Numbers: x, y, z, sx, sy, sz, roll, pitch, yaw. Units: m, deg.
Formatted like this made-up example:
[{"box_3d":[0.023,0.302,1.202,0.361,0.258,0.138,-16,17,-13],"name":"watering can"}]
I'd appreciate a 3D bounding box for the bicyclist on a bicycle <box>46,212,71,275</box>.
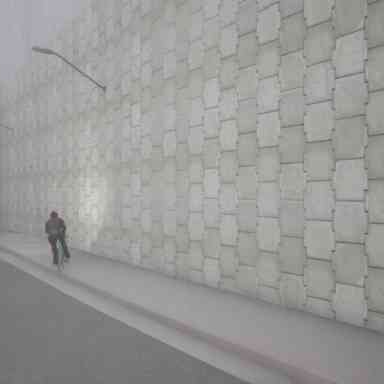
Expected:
[{"box_3d":[-3.673,1.368,9.149,0.582,1.620,1.656,-10,5,-15],"name":"bicyclist on a bicycle"}]
